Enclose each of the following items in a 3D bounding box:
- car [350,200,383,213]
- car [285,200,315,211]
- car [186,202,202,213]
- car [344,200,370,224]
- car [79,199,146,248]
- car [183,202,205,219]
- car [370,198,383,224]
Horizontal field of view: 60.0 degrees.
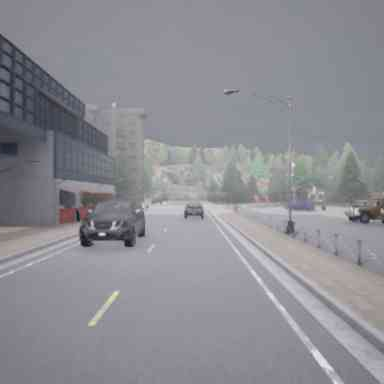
[{"bbox_3d":[21.437,1.767,40.164,3.806,1.475,1.970,0,0,0],"label":"car"},{"bbox_3d":[14.027,1.773,43.169,3.633,1.501,1.845,0,0,0],"label":"car"},{"bbox_3d":[0.237,1.970,43.382,1.895,1.301,4.718,0,0,0],"label":"car"},{"bbox_3d":[13.828,1.339,24.589,4.605,1.855,1.932,0,0,0],"label":"car"},{"bbox_3d":[-3.543,1.356,15.922,2.150,2.045,5.566,0,-1,0],"label":"car"},{"bbox_3d":[0.204,1.767,32.319,2.128,1.511,4.902,0,0,0],"label":"car"},{"bbox_3d":[14.231,1.294,21.682,3.866,1.878,1.905,0,0,0],"label":"car"}]
